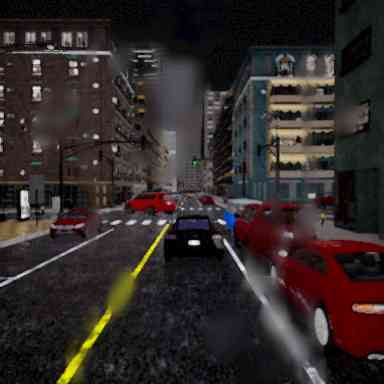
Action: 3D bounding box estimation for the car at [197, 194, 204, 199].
[{"bbox_3d":[2.357,1.170,93.825,1.752,1.417,4.829,0,0,0],"label":"car"}]

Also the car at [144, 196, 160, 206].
[{"bbox_3d":[-5.869,1.364,49.451,1.947,1.339,4.313,0,0,0],"label":"car"}]

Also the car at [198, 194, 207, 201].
[{"bbox_3d":[2.416,1.266,77.085,1.947,1.339,4.313,0,0,0],"label":"car"}]

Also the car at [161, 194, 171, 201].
[{"bbox_3d":[-5.965,1.244,77.068,1.887,1.381,4.507,0,0,0],"label":"car"}]

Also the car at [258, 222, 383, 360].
[{"bbox_3d":[2.662,1.519,6.018,1.887,1.381,4.507,0,0,0],"label":"car"}]

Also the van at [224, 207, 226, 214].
[{"bbox_3d":[2.622,1.268,17.073,1.690,1.788,3.998,0,0,0],"label":"van"}]

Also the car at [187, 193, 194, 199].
[{"bbox_3d":[-0.309,0.970,88.919,1.882,1.535,5.008,0,0,0],"label":"car"}]

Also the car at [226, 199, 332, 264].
[{"bbox_3d":[2.641,1.266,11.545,2.192,1.841,5.009,0,0,0],"label":"car"}]

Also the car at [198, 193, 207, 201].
[{"bbox_3d":[2.492,1.344,54.991,1.947,1.339,4.313,0,0,0],"label":"car"}]

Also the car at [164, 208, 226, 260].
[{"bbox_3d":[0.058,1.512,12.148,1.994,1.385,4.181,0,0,0],"label":"car"}]

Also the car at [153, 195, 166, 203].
[{"bbox_3d":[-5.908,1.323,60.498,1.947,1.339,4.313,0,0,0],"label":"car"}]

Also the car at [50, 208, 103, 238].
[{"bbox_3d":[-5.757,1.509,17.046,1.802,1.307,4.206,0,0,0],"label":"car"}]

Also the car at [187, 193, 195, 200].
[{"bbox_3d":[-0.274,1.212,78.497,2.128,1.511,4.902,0,0,0],"label":"car"}]

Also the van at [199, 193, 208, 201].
[{"bbox_3d":[2.433,1.060,71.561,1.690,1.788,3.998,0,0,0],"label":"van"}]

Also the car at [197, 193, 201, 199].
[{"bbox_3d":[2.454,1.283,66.038,1.887,1.381,4.507,0,0,0],"label":"car"}]

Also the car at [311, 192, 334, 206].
[{"bbox_3d":[15.631,0.880,36.650,5.009,1.841,2.192,-1,2,-1],"label":"car"}]

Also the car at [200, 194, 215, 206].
[{"bbox_3d":[2.512,1.380,49.468,1.802,1.307,4.206,0,0,0],"label":"car"}]

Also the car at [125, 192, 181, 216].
[{"bbox_3d":[-3.944,1.092,30.777,5.566,2.045,2.150,0,-1,45],"label":"car"}]

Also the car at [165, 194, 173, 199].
[{"bbox_3d":[-6.003,1.244,88.115,1.802,1.307,4.206,0,0,0],"label":"car"}]
